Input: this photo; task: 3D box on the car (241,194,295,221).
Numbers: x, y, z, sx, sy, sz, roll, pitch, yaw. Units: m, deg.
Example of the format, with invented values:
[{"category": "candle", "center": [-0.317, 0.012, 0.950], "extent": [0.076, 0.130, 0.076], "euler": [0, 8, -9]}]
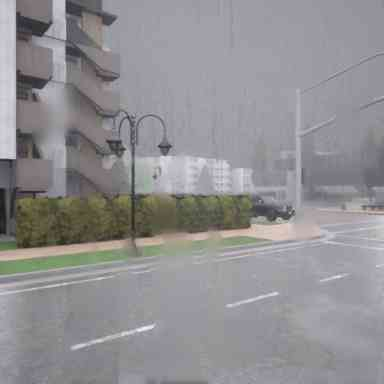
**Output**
[{"category": "car", "center": [5.690, 1.221, 27.279], "extent": [2.150, 2.045, 5.566], "euler": [0, 0, -38]}]

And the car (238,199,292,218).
[{"category": "car", "center": [6.794, 1.477, 31.596], "extent": [1.882, 1.535, 5.008], "euler": [0, 0, -37]}]
